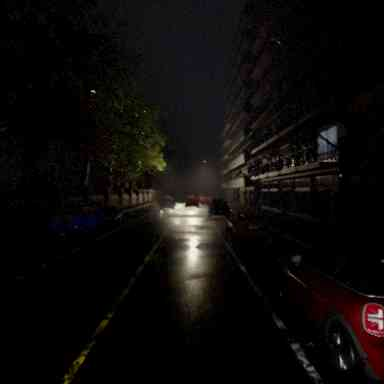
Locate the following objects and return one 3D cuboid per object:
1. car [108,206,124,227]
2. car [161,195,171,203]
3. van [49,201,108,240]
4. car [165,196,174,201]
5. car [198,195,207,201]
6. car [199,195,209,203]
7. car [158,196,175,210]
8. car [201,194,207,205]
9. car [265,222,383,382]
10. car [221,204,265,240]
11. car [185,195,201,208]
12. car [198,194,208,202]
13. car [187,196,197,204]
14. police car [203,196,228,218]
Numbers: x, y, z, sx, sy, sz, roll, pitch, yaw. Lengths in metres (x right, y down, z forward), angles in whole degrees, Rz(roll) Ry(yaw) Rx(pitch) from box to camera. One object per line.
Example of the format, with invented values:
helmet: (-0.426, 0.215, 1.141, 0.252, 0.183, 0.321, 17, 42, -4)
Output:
car: (-5.698, 1.585, 22.361, 1.802, 1.307, 4.206, 0, 0, 0)
car: (-5.714, 1.493, 73.033, 1.967, 1.590, 4.097, 0, 0, 0)
van: (-5.695, 1.342, 16.731, 1.690, 1.788, 3.998, 0, 0, 0)
car: (-5.717, 1.621, 84.295, 2.008, 1.369, 4.403, 0, 0, 0)
car: (2.663, 1.511, 84.298, 1.967, 1.590, 4.097, 0, 0, 0)
car: (2.667, 1.493, 73.037, 1.967, 1.590, 4.097, 0, 0, 0)
car: (-3.107, 1.563, 42.564, 2.033, 1.411, 5.357, 0, 0, 0)
car: (2.671, 1.581, 61.777, 1.887, 1.381, 4.507, 0, 0, 0)
car: (2.688, 1.439, 5.473, 1.967, 1.590, 4.097, 0, 0, 0)
car: (2.685, 1.527, 16.904, 1.752, 1.417, 4.829, 0, 0, 0)
car: (-0.009, 1.499, 49.426, 1.882, 1.535, 5.008, 0, 0, 0)
car: (2.664, 1.377, 78.667, 2.192, 1.841, 5.009, 0, 0, 0)
car: (-0.020, 1.524, 66.696, 1.882, 1.535, 5.008, 0, 0, 0)
police car: (2.357, 1.432, 30.496, 1.930, 1.638, 5.238, 0, 0, 0)
